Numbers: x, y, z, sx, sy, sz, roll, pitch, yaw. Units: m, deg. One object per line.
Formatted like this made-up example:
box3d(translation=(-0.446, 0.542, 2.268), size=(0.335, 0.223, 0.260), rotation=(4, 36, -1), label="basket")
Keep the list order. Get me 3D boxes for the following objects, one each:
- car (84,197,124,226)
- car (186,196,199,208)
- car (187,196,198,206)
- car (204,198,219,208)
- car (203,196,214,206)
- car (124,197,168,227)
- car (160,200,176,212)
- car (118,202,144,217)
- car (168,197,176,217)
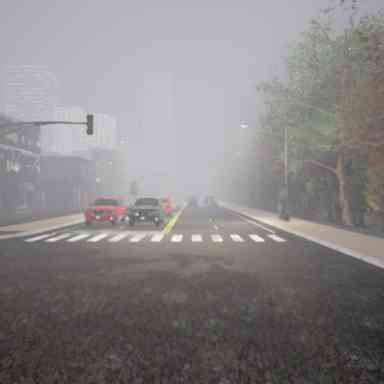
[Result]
box3d(translation=(-6.572, 1.434, 25.971), size=(2.150, 2.045, 5.566), rotation=(0, -1, 0), label="car")
box3d(translation=(0.161, 1.934, 56.507), size=(1.882, 1.535, 5.008), rotation=(0, 0, 0), label="car")
box3d(translation=(0.072, 1.758, 66.703), size=(2.150, 2.045, 5.566), rotation=(0, 0, 0), label="car")
box3d(translation=(3.410, 2.049, 55.467), size=(1.895, 1.301, 4.718), rotation=(0, 0, 0), label="car")
box3d(translation=(3.320, 1.748, 65.450), size=(2.150, 2.045, 5.566), rotation=(0, 0, 0), label="car")
box3d(translation=(-3.325, 1.427, 25.218), size=(2.150, 2.045, 5.566), rotation=(0, 0, 0), label="car")
box3d(translation=(-3.296, 1.851, 46.145), size=(1.882, 1.535, 5.008), rotation=(0, 0, 1), label="car")
box3d(translation=(-6.548, 1.856, 36.061), size=(1.994, 1.385, 4.181), rotation=(0, 0, 1), label="car")
box3d(translation=(-3.303, 1.510, 35.618), size=(2.150, 2.045, 5.566), rotation=(0, 0, 1), label="car")
